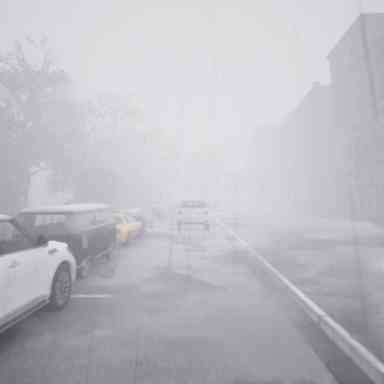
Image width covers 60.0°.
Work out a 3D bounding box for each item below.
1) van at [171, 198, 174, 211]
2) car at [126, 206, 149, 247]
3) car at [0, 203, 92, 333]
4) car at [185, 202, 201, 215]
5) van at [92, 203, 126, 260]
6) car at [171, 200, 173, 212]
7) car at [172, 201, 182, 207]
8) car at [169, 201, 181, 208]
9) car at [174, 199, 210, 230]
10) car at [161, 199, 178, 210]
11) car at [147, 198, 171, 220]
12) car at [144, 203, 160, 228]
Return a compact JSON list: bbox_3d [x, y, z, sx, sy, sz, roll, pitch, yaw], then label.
[{"bbox_3d":[-3.652,1.845,49.485,1.878,1.987,4.442,0,-1,2],"label":"van"},{"bbox_3d":[-3.646,1.662,16.130,1.946,1.575,5.366,0,-1,2],"label":"car"},{"bbox_3d":[-3.653,1.284,4.837,2.435,2.045,5.566,0,-1,2],"label":"car"},{"bbox_3d":[0.098,1.995,41.304,1.837,1.490,4.892,0,-1,0],"label":"car"},{"bbox_3d":[-3.649,1.374,10.495,1.878,1.987,4.442,0,-1,2],"label":"van"},{"bbox_3d":[-3.655,1.973,38.222,2.002,1.452,4.674,0,-1,2],"label":"car"},{"bbox_3d":[-3.642,3.046,82.736,2.097,1.535,5.008,1,-2,2],"label":"car"},{"bbox_3d":[-3.640,2.639,71.634,2.163,1.488,4.792,1,-2,2],"label":"car"},{"bbox_3d":[0.094,1.497,23.620,2.150,2.045,5.566,0,-1,0],"label":"car"},{"bbox_3d":[-3.658,2.012,54.906,2.185,1.767,4.553,0,-1,2],"label":"car"},{"bbox_3d":[-3.656,1.739,32.625,2.185,1.767,4.553,0,-1,2],"label":"car"},{"bbox_3d":[-3.654,1.729,21.509,2.097,1.535,5.008,0,-1,2],"label":"car"}]
